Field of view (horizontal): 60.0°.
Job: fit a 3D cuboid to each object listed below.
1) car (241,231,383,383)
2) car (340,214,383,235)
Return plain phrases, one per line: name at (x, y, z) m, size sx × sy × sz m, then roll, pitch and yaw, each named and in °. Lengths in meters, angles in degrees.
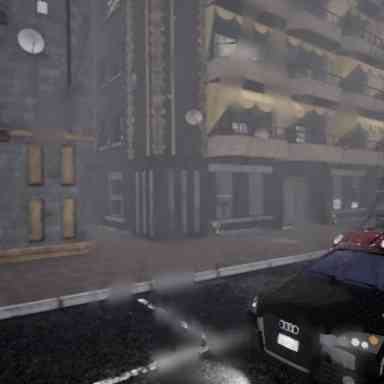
car at (2.733, 1.562, 5.021) m, size 4.181 × 1.385 × 1.994 m, roll 0°, pitch 0°, yaw -36°
car at (6.265, 1.434, 10.580) m, size 4.097 × 1.590 × 1.967 m, roll 0°, pitch -1°, yaw -35°
